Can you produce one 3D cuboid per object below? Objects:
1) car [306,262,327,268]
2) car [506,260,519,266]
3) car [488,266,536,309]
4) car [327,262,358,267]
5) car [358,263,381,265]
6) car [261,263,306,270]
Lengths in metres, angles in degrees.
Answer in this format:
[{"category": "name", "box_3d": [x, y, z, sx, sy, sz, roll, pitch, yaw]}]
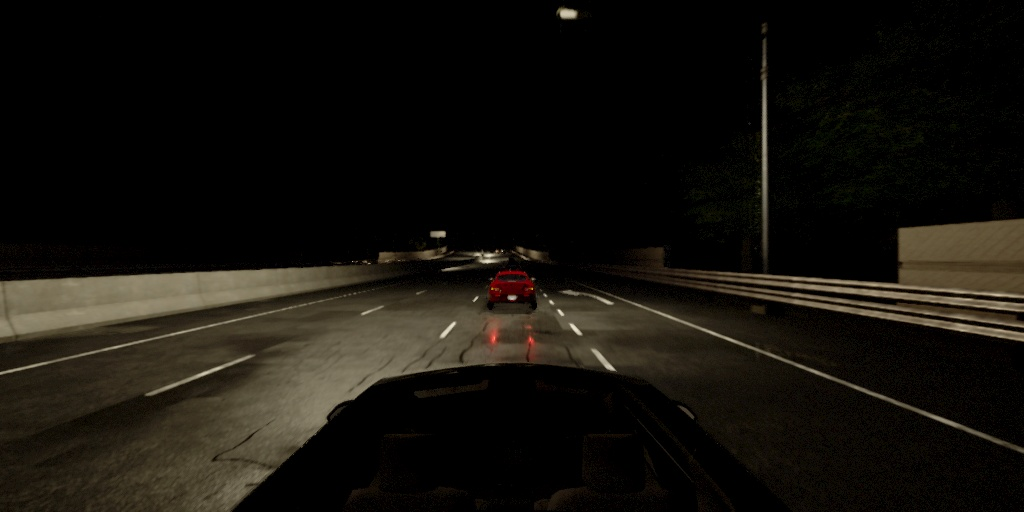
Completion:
[{"category": "car", "box_3d": [-24.531, 1.492, 45.841, 1.882, 1.535, 5.008, 0, 0, 1]}, {"category": "car", "box_3d": [0.016, 1.502, 38.902, 1.812, 1.442, 4.674, 0, 0, 0]}, {"category": "car", "box_3d": [0.007, 1.329, 15.091, 1.812, 1.442, 4.674, 0, 0, 0]}, {"category": "car", "box_3d": [-21.034, 1.507, 45.982, 2.128, 1.511, 4.902, 0, 0, 1]}, {"category": "car", "box_3d": [-17.534, 1.579, 46.021, 1.994, 1.385, 4.181, 0, 0, 1]}, {"category": "car", "box_3d": [-28.036, 1.552, 43.708, 2.033, 1.411, 5.357, 0, 0, 1]}]
